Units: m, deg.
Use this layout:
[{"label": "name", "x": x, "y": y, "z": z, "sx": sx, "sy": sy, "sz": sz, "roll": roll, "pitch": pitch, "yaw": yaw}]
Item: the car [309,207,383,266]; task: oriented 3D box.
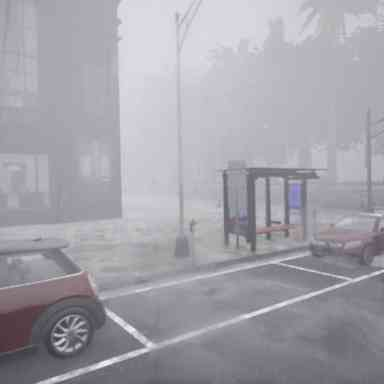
[{"label": "car", "x": 5.499, "y": 1.353, "z": 10.573, "sx": 4.206, "sy": 1.307, "sz": 1.802, "roll": -2, "pitch": 1, "yaw": -35}]

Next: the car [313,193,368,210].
[{"label": "car", "x": 11.965, "y": 0.775, "z": 26.760, "sx": 1.994, "sy": 1.385, "sz": 4.181, "roll": -2, "pitch": 2, "yaw": -36}]

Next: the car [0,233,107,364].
[{"label": "car", "x": -3.338, "y": 1.448, "z": 4.272, "sx": 4.097, "sy": 1.590, "sz": 1.967, "roll": -2, "pitch": 1, "yaw": -35}]
